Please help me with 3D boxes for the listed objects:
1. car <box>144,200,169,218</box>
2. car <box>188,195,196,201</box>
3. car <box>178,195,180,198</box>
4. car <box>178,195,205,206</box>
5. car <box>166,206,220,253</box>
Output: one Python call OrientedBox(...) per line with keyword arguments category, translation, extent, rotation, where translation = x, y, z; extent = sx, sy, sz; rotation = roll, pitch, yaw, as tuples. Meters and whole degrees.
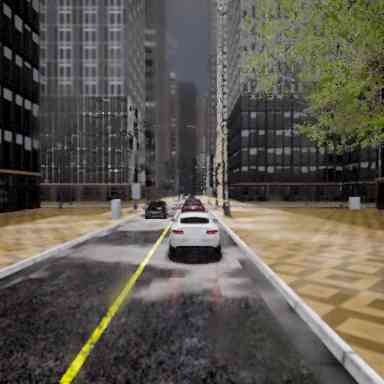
OrientedBox(category="car", translation=(-3.068, 1.504, 29.711), extent=(1.837, 1.490, 4.892), rotation=(0, -1, 0))
OrientedBox(category="car", translation=(-0.006, 1.540, 85.983), extent=(1.837, 1.490, 4.892), rotation=(0, 0, 0))
OrientedBox(category="car", translation=(-3.007, 1.475, 93.051), extent=(2.128, 1.511, 4.902), rotation=(0, 0, 0))
OrientedBox(category="car", translation=(0.099, 1.350, 29.876), extent=(2.097, 1.767, 4.553), rotation=(0, 0, 0))
OrientedBox(category="car", translation=(0.099, 1.522, 13.607), extent=(1.812, 1.442, 4.674), rotation=(0, 0, 0))
